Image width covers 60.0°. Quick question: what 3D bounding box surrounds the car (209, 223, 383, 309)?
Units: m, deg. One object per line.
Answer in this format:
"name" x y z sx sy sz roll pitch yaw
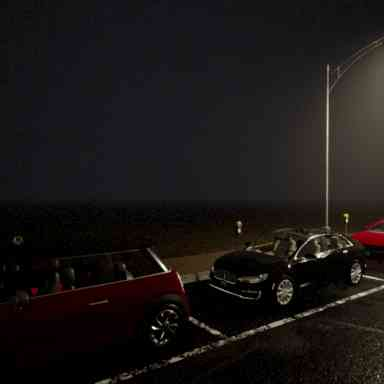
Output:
"car" 2.395 1.552 7.797 4.403 1.369 2.008 0 1 -35

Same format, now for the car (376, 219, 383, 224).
"car" 6.902 1.547 11.012 4.507 1.381 1.887 0 1 -35

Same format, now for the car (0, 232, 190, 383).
"car" -2.111 1.440 4.581 4.097 1.590 1.967 0 1 -35
